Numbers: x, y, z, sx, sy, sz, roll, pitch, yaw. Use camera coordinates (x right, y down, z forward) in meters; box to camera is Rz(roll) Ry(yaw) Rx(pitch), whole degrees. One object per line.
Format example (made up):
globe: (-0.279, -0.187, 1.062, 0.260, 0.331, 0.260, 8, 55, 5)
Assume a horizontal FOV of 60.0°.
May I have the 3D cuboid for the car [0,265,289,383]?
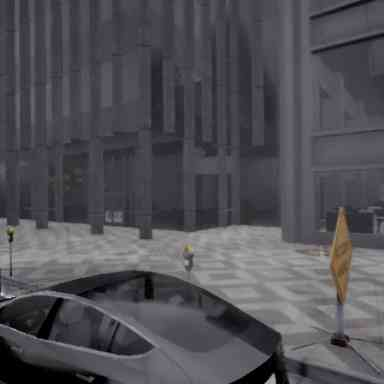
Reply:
car: (-1.116, 1.593, 3.761, 4.313, 1.339, 1.947, -1, 0, 35)
